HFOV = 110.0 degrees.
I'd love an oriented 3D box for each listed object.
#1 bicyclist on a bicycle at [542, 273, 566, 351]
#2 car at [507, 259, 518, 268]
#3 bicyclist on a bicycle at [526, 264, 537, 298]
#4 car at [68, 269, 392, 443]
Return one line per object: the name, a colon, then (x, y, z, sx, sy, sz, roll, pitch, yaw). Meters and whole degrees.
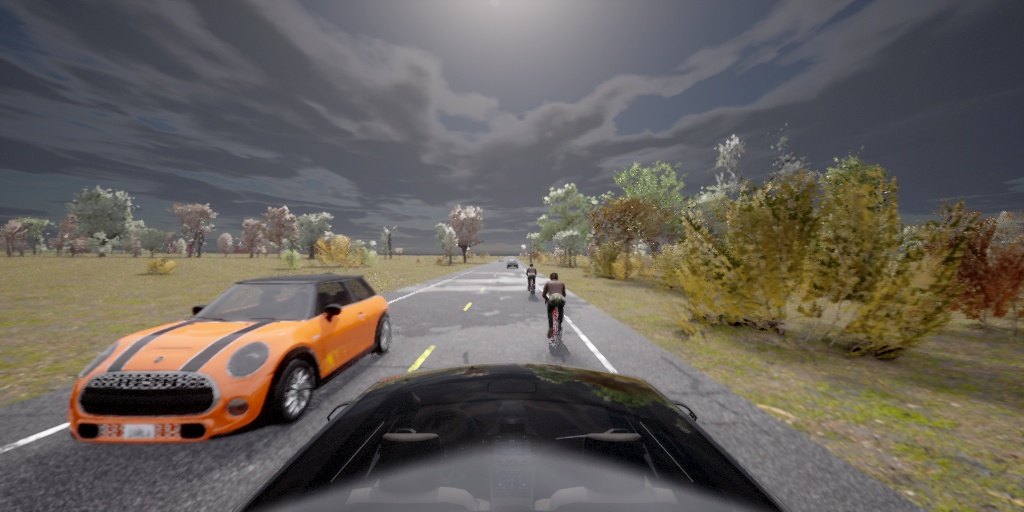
bicyclist on a bicycle: (0.962, 1.203, 8.043, 0.582, 1.620, 1.656, 0, 0, 0)
car: (0.097, 1.350, 60.317, 1.895, 1.301, 4.718, 0, 0, 0)
bicyclist on a bicycle: (0.962, 1.203, 17.489, 0.582, 1.620, 1.656, 0, 0, 0)
car: (-3.601, 1.102, 5.706, 2.097, 1.767, 4.553, 0, 0, 0)
